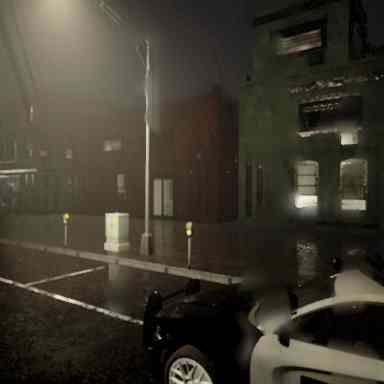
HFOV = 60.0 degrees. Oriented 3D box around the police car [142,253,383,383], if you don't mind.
[{"bbox_3d":[1.742,1.425,3.108,5.238,1.638,1.930,0,0,35],"label":"police car"}]
